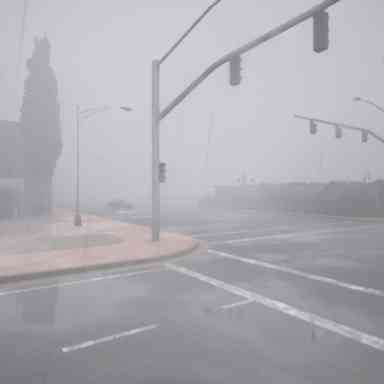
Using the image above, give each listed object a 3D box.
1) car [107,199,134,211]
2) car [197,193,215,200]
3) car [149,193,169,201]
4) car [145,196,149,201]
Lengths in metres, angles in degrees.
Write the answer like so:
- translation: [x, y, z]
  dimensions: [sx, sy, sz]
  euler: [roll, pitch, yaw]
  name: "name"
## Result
- translation: [-8.981, 1.550, 41.396]
  dimensions: [2.033, 1.411, 5.357]
  euler: [0, 0, -32]
  name: "car"
- translation: [3.562, 1.161, 62.513]
  dimensions: [3.866, 1.878, 1.905]
  euler: [0, 0, -34]
  name: "car"
- translation: [-7.429, 1.162, 78.770]
  dimensions: [3.866, 1.878, 1.905]
  euler: [0, 0, -34]
  name: "car"
- translation: [-9.000, 1.159, 81.201]
  dimensions: [4.605, 1.855, 1.932]
  euler: [0, 0, -34]
  name: "car"
